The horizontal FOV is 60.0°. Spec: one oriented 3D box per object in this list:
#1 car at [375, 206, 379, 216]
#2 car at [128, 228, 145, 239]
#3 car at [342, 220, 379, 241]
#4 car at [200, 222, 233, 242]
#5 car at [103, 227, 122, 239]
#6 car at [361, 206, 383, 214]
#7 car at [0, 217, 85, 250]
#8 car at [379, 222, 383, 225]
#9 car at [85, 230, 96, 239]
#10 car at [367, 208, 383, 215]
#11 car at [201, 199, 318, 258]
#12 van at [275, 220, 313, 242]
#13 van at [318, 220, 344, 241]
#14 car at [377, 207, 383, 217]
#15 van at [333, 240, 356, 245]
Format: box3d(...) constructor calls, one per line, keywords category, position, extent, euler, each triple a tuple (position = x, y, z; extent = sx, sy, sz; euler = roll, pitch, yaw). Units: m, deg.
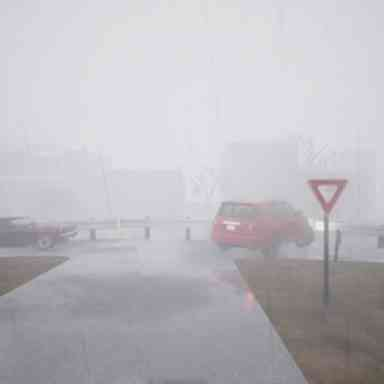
box3d(category="car", position=(41.143, 4.170, 70.527), extent=(4.553, 1.767, 2.185), euler=(-1, 0, -17))
box3d(category="car", position=(-6.156, 4.616, 38.170), extent=(2.163, 1.488, 4.792), euler=(0, 0, -18))
box3d(category="car", position=(17.504, 4.333, 37.474), extent=(2.435, 2.045, 5.566), euler=(0, 0, -18))
box3d(category="car", position=(2.693, 4.461, 37.963), extent=(2.185, 1.767, 4.553), euler=(0, 0, -18))
box3d(category="car", position=(-9.195, 4.584, 38.454), extent=(1.946, 1.575, 5.366), euler=(0, 0, -18))
box3d(category="car", position=(41.551, 4.121, 76.531), extent=(4.553, 1.767, 2.185), euler=(-1, 1, -17))
box3d(category="car", position=(-7.413, 1.731, 14.270), extent=(4.718, 1.301, 1.895), euler=(-2, 0, 2))
box3d(category="car", position=(20.462, 4.332, 37.385), extent=(2.435, 2.045, 5.566), euler=(0, 0, -18))
box3d(category="car", position=(-12.083, 4.586, 38.369), extent=(2.097, 1.535, 5.008), euler=(0, 0, -18))
box3d(category="car", position=(41.347, 4.311, 73.530), extent=(4.674, 1.452, 2.002), euler=(-1, 0, -17))
box3d(category="car", position=(2.983, 1.298, 13.522), extent=(2.150, 2.045, 5.566), euler=(2, 2, 38))
box3d(category="van", position=(11.534, 4.360, 37.783), extent=(1.878, 1.987, 4.442), euler=(0, 0, -18))
box3d(category="van", position=(14.491, 4.360, 37.695), extent=(1.878, 1.987, 4.442), euler=(0, 0, -18))
box3d(category="car", position=(41.016, 4.320, 67.528), extent=(5.008, 1.535, 2.097), euler=(-1, 1, -17))
box3d(category="van", position=(10.750, 4.508, 20.630), extent=(1.878, 1.987, 4.442), euler=(0, 1, -18))
